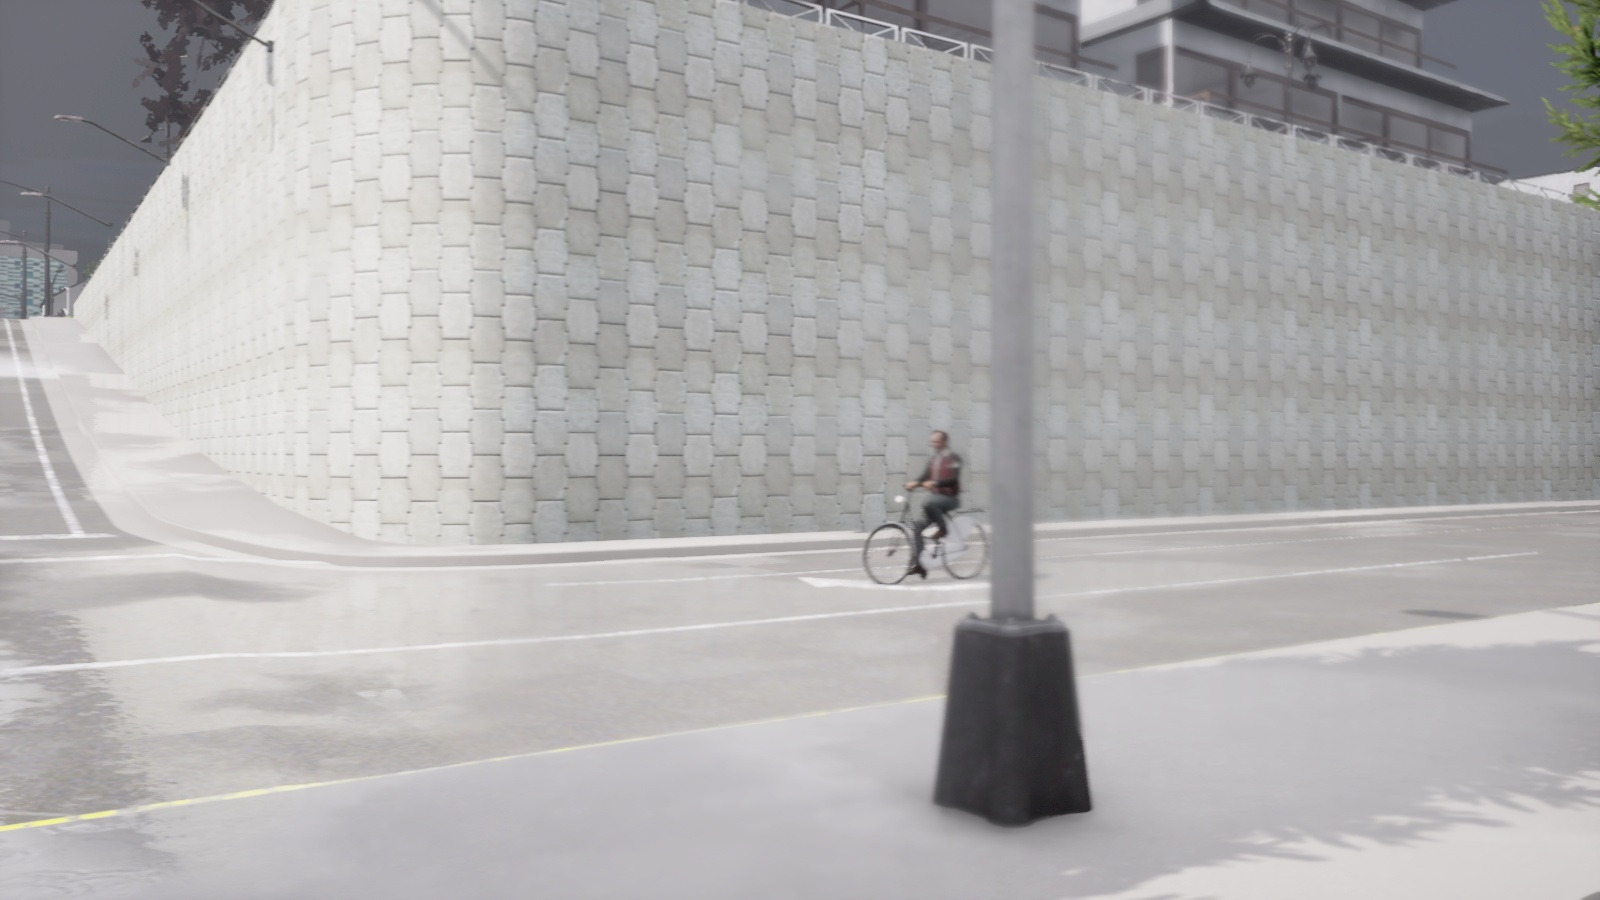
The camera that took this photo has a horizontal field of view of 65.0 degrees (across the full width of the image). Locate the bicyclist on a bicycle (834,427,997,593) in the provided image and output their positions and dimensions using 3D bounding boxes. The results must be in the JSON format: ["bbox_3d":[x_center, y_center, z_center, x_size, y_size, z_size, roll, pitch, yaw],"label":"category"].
[{"bbox_3d":[1.325,0.647,14.243,1.843,1.776,0.659,0,0,-34],"label":"bicyclist on a bicycle"}]

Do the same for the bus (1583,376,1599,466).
[{"bbox_3d":[42.263,-0.978,57.103,3.944,4.253,10.273,1,4,-34],"label":"bus"}]
